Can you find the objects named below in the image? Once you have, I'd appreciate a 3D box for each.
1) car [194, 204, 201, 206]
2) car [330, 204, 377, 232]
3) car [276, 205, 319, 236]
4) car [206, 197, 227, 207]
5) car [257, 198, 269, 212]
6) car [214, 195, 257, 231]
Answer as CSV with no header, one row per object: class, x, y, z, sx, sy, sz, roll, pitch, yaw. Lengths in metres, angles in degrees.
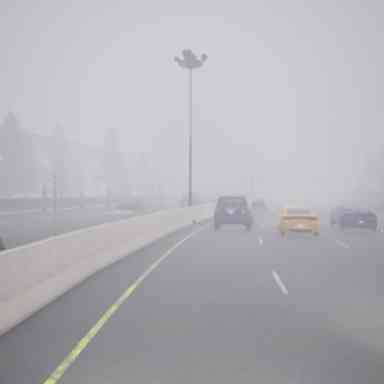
car,-0.198,1.158,49.413,2.150,2.045,5.566,0,0,17
car,9.888,1.500,20.697,1.882,1.535,5.008,0,0,13
car,5.822,1.483,18.660,1.882,1.535,5.008,0,0,12
car,3.847,1.501,50.721,2.033,1.411,5.357,0,0,17
car,7.938,1.496,39.332,1.837,1.490,4.892,0,1,16
car,2.756,1.210,20.995,2.150,2.045,5.566,0,0,13
